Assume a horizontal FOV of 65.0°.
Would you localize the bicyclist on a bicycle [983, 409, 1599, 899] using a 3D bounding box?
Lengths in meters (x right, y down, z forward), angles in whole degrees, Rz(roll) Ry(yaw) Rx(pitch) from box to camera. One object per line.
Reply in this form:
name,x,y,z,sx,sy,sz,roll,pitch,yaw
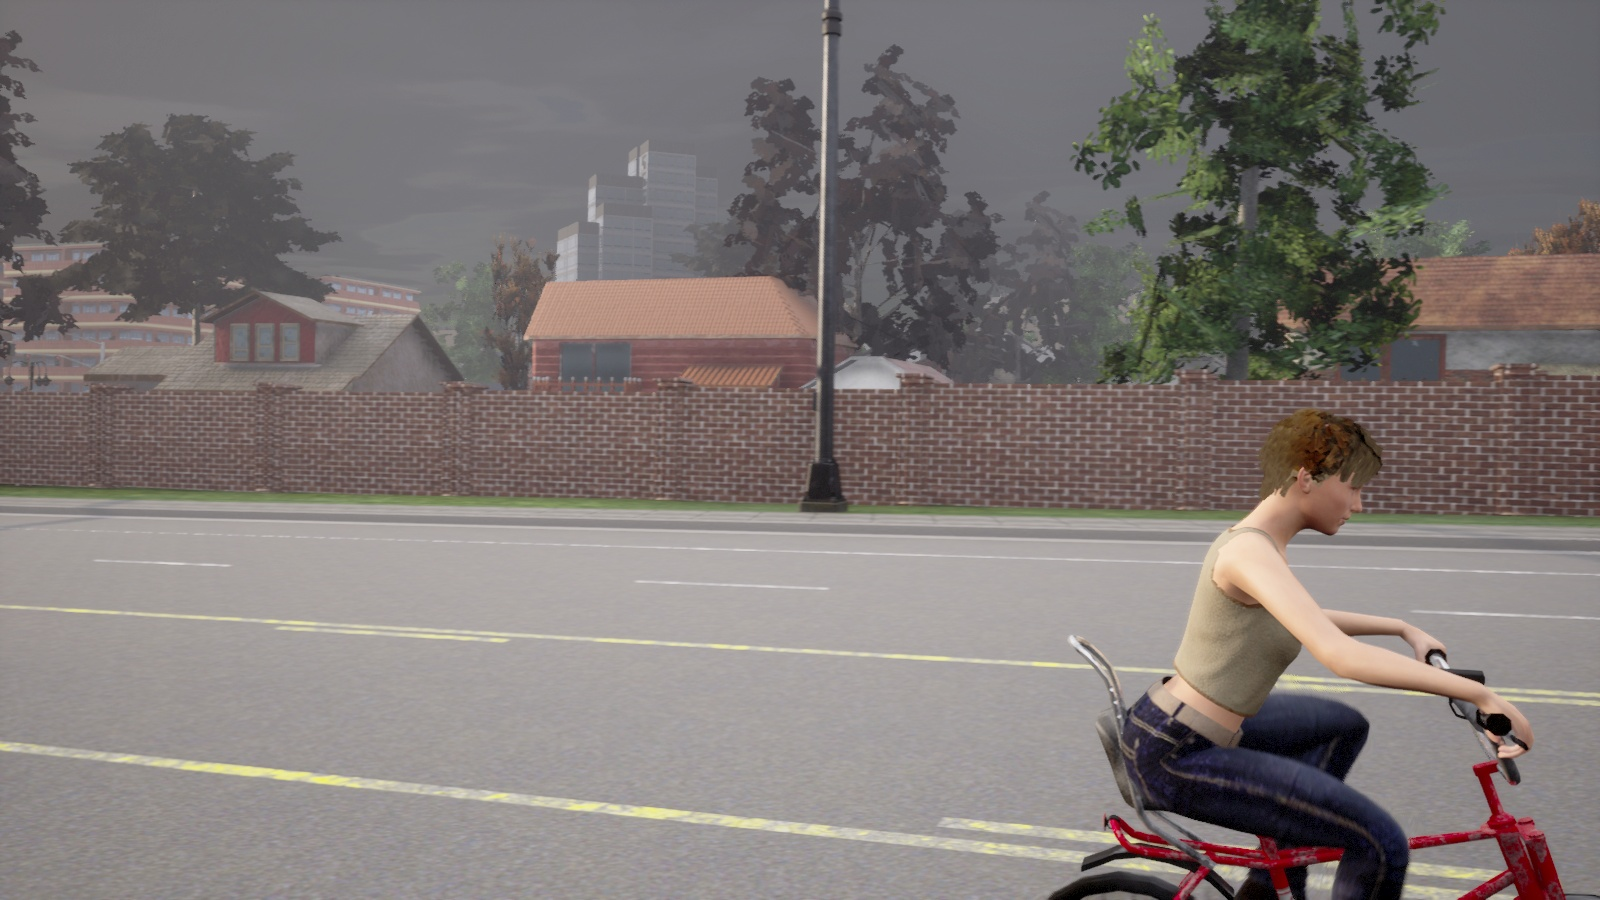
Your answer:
bicyclist on a bicycle,1.234,0.723,2.773,1.509,1.612,0.866,1,1,18
